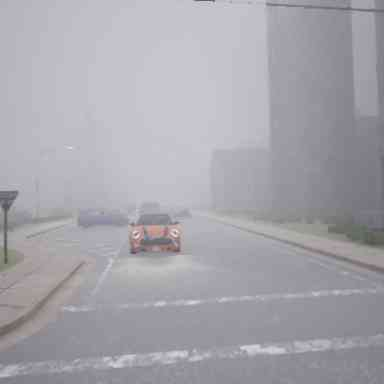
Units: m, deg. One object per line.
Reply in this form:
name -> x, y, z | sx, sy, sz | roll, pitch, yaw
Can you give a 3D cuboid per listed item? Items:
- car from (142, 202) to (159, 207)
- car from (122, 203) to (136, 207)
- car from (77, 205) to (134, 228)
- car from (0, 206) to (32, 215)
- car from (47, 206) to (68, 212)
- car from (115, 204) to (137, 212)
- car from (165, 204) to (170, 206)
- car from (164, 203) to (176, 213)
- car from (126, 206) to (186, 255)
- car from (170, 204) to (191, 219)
car -> -4.365, 2.078, 34.834 | 2.150, 2.045, 5.566 | -1, -1, -8
car -> -10.968, 2.730, 53.801 | 3.866, 1.878, 1.905 | -1, -1, -7
car -> -7.835, 2.312, 29.802 | 4.611, 1.667, 2.242 | -1, -1, -7
car -> -22.790, 2.759, 41.979 | 4.605, 1.855, 1.932 | -1, -1, -7
car -> -25.869, 3.516, 64.236 | 3.905, 1.438, 1.784 | -1, -1, -7
car -> -13.270, 3.260, 67.088 | 4.193, 1.474, 1.816 | -1, -1, -7
car -> -2.597, 2.646, 49.253 | 1.812, 1.442, 4.674 | -1, -1, -8
car -> -3.964, 2.833, 58.783 | 1.882, 1.535, 5.008 | -1, -1, -7
car -> -1.719, 1.731, 15.374 | 2.097, 1.767, 4.553 | -1, -1, -8
car -> -1.248, 2.402, 39.277 | 1.812, 1.442, 4.674 | -1, -1, -8
